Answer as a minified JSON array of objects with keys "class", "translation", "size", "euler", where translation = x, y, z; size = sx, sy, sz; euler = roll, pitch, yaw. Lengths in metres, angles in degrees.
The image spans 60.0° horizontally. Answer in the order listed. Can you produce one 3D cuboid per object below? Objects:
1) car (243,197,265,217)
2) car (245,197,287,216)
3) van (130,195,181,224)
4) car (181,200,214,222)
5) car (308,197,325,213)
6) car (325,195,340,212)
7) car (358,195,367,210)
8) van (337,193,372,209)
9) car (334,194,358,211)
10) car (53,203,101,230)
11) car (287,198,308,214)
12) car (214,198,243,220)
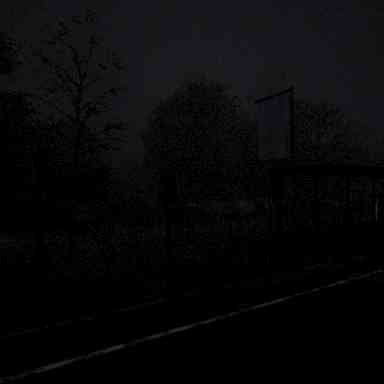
[{"class":"car","translation":[3.811,1.450,29.418],"size":[2.002,1.452,4.674],"euler":[0,0,-36]},{"class":"car","translation":[6.048,1.274,31.059],"size":[2.185,1.767,4.553],"euler":[0,0,-36]},{"class":"van","translation":[-3.034,1.215,24.672],"size":[1.878,1.987,4.442],"euler":[0,0,-36]},{"class":"car","translation":[-0.707,1.470,26.189],"size":[2.002,1.452,4.674],"euler":[0,0,-36]},{"class":"car","translation":[10.587,1.382,34.257],"size":[2.231,1.521,4.892],"euler":[0,0,-36]},{"class":"car","translation":[12.824,1.401,35.899],"size":[2.163,1.488,4.792],"euler":[0,0,-36]},{"class":"car","translation":[17.340,1.384,39.127],"size":[2.163,1.488,4.792],"euler":[0,0,-36]},{"class":"van","translation":[19.681,1.120,40.620],"size":[1.878,1.987,4.442],"euler":[0,0,-36]},{"class":"car","translation":[15.206,1.360,37.337],"size":[1.946,1.575,5.366],"euler":[0,0,-36]},{"class":"car","translation":[-7.464,1.491,21.327],"size":[2.163,1.488,4.792],"euler":[0,0,-36]},{"class":"car","translation":[8.322,1.390,32.653],"size":[2.097,1.535,5.008],"euler":[0,0,-36]},{"class":"car","translation":[1.554,1.419,27.802],"size":[2.097,1.535,5.008],"euler":[0,0,-36]}]
